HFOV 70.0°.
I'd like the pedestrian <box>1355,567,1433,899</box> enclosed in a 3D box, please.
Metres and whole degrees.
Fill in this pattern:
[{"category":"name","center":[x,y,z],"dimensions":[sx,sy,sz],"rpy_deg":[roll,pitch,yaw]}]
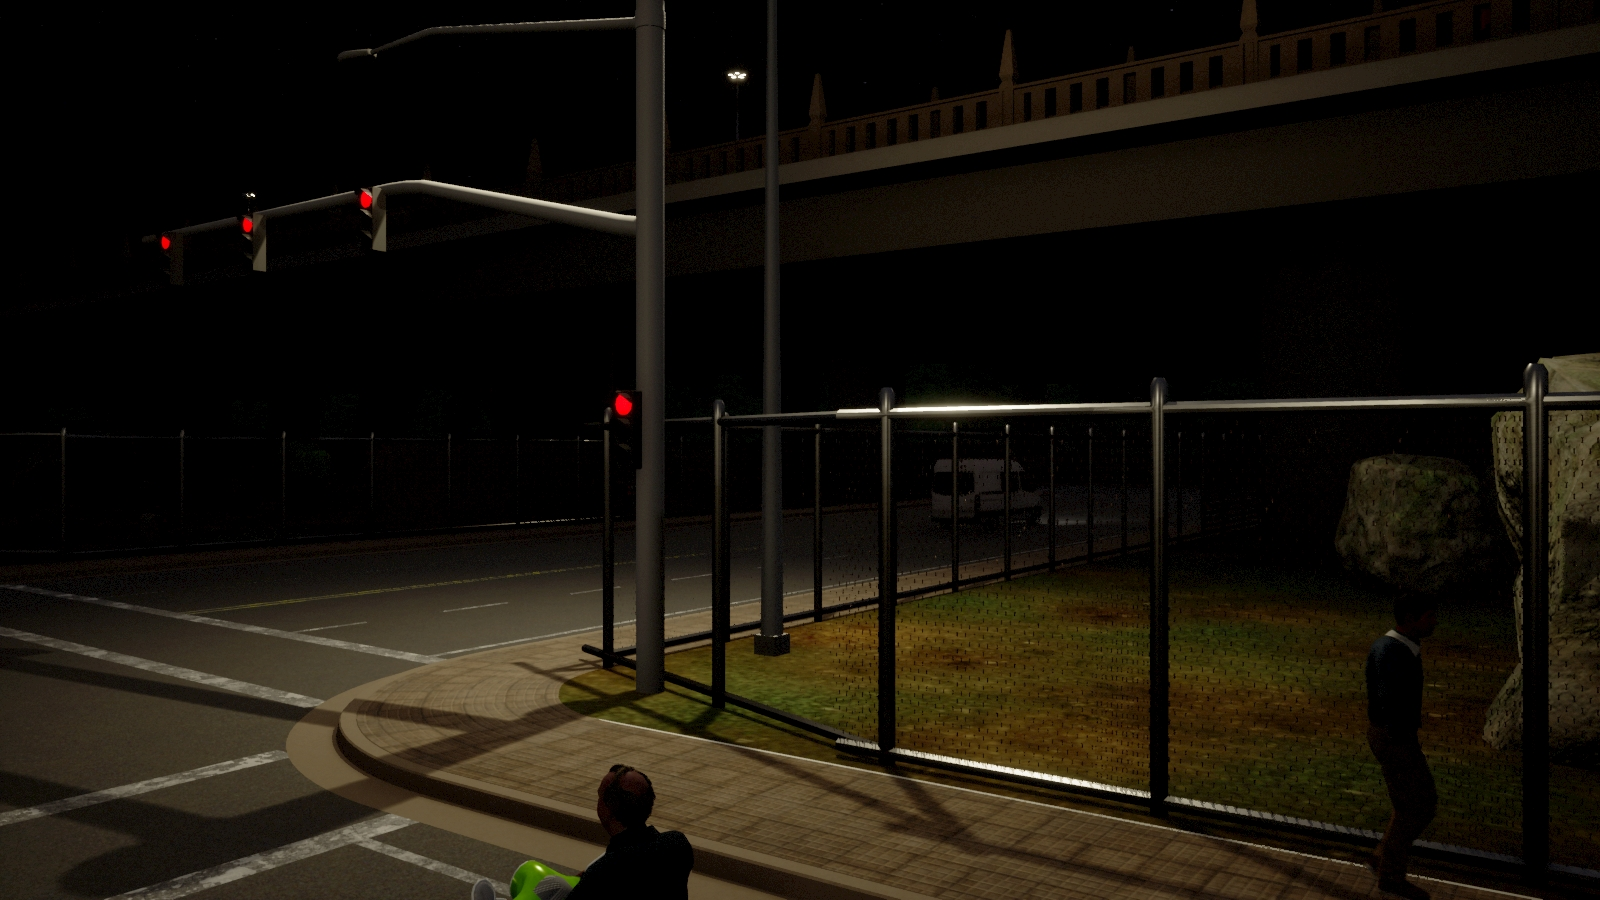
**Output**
[{"category":"pedestrian","center":[3.497,1.643,6.723],"dimensions":[0.375,1.860,0.375],"rpy_deg":[0,0,33]}]

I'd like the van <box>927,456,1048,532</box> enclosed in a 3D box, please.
[{"category":"van","center":[7.010,1.534,42.082],"dimensions":[1.988,2.561,5.915],"rpy_deg":[0,0,35]}]
